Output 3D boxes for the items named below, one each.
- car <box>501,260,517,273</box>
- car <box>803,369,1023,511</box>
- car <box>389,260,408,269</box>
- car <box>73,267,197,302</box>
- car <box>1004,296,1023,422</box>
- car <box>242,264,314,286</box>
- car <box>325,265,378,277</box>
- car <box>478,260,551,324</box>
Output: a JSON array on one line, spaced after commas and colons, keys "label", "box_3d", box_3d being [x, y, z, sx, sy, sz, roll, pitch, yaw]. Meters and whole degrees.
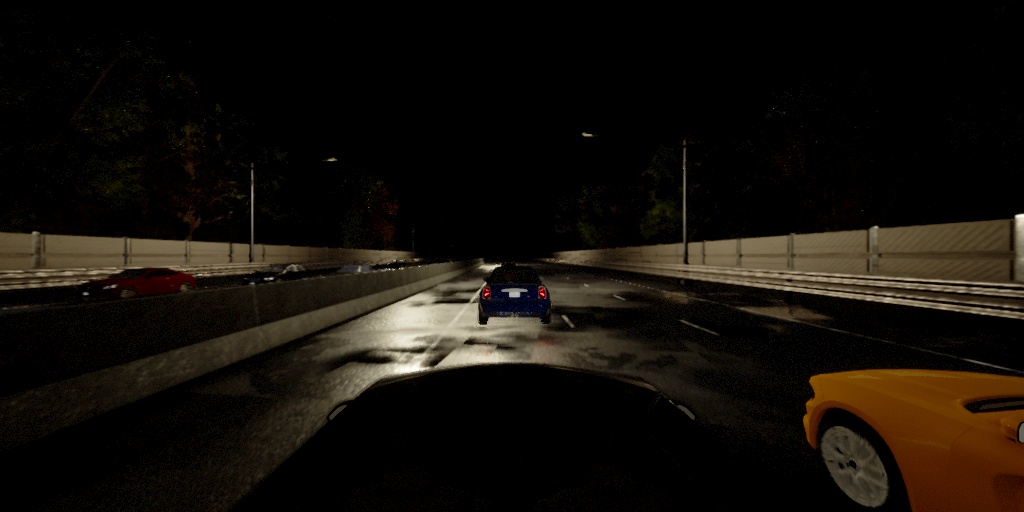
[{"label": "car", "box_3d": [-0.417, 1.271, 44.238, 1.837, 1.490, 4.892, 0, 0, -1]}, {"label": "car", "box_3d": [3.592, 1.226, 1.206, 1.882, 1.535, 5.008, 0, 0, 0]}, {"label": "car", "box_3d": [-18.449, 1.369, 58.504, 1.895, 1.301, 4.718, 0, 0, -1]}, {"label": "car", "box_3d": [-17.676, 1.285, 17.178, 1.812, 1.442, 4.674, 0, 0, -1]}, {"label": "car", "box_3d": [7.092, 1.253, 2.055, 1.837, 1.490, 4.892, 0, 0, 0]}, {"label": "car", "box_3d": [-14.225, 1.251, 22.101, 2.128, 1.511, 4.902, 0, 0, -1]}, {"label": "car", "box_3d": [-10.755, 1.307, 24.514, 2.033, 1.411, 5.357, 0, 0, -1]}, {"label": "car", "box_3d": [0.059, 1.106, 12.193, 2.097, 1.767, 4.553, 0, 0, 0]}]
